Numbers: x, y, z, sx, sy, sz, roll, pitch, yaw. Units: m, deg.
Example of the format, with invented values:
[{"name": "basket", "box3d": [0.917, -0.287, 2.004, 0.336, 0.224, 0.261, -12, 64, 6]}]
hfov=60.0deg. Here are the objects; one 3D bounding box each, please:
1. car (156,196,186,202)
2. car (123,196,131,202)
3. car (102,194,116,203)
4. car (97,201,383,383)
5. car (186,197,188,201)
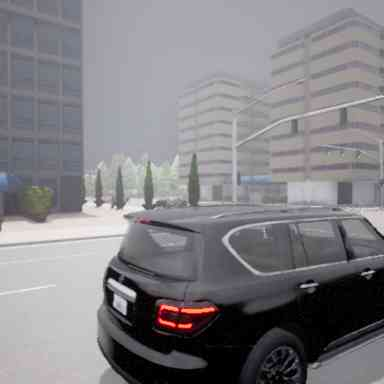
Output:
[{"name": "car", "box3d": [-3.042, 1.437, 43.141, 1.994, 1.385, 4.181, 0, 0, -35]}, {"name": "car", "box3d": [-13.542, 1.361, 64.445, 1.837, 1.490, 4.892, 0, 0, -35]}, {"name": "car", "box3d": [-16.239, 1.222, 62.188, 2.097, 1.767, 4.553, 0, 0, -35]}, {"name": "car", "box3d": [1.480, 1.199, 4.871, 5.566, 2.045, 2.150, 0, 0, -35]}, {"name": "car", "box3d": [-0.681, 1.344, 45.876, 2.128, 1.511, 4.902, 0, 0, -35]}]
